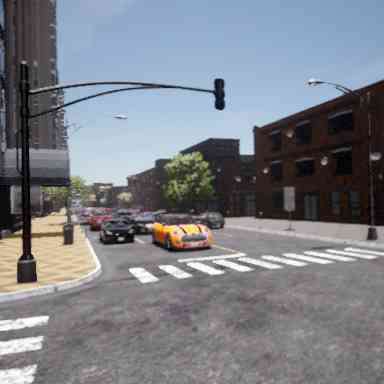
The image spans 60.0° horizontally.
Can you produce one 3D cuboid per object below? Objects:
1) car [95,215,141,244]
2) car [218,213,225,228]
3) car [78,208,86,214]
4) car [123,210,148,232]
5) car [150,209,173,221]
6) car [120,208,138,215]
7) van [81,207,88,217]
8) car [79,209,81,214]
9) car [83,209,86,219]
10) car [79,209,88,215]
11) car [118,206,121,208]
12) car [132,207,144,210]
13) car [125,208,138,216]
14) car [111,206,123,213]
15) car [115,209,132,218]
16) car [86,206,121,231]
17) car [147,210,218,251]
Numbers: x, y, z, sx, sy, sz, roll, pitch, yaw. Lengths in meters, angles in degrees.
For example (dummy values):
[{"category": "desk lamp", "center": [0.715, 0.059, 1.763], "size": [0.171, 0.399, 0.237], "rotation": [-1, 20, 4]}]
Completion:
[{"category": "car", "center": [-4.798, 2.398, 21.021], "size": [1.947, 1.339, 4.313], "rotation": [-2, -1, -20]}, {"category": "car", "center": [1.429, 2.442, 29.169], "size": [2.008, 1.369, 4.403], "rotation": [-2, -1, -20]}, {"category": "car", "center": [-29.199, 5.056, 88.477], "size": [1.752, 1.417, 4.829], "rotation": [-2, -1, -20]}, {"category": "car", "center": [-3.805, 2.450, 26.273], "size": [2.128, 1.511, 4.902], "rotation": [-1, -2, -20]}, {"category": "car", "center": [-4.102, 3.042, 44.030], "size": [2.008, 1.369, 4.403], "rotation": [-2, -1, -20]}, {"category": "car", "center": [-7.222, 2.840, 35.690], "size": [1.837, 1.490, 4.892], "rotation": [-1, -2, -20]}, {"category": "van", "center": [-16.030, 3.422, 52.257], "size": [1.690, 1.788, 3.998], "rotation": [-2, -1, -20]}, {"category": "car", "center": [-19.812, 3.812, 62.652], "size": [2.192, 1.841, 5.009], "rotation": [-2, -1, -20]}, {"category": "car", "center": [-12.007, 3.077, 41.171], "size": [1.967, 1.590, 4.097], "rotation": [-2, -1, -20]}, {"category": "car", "center": [-25.474, 4.665, 78.240], "size": [1.887, 1.381, 4.507], "rotation": [-2, -1, -20]}, {"category": "car", "center": [-10.873, 3.095, 45.807], "size": [2.097, 1.767, 4.553], "rotation": [-1, -2, -22]}, {"category": "car", "center": [-8.543, 3.300, 48.531], "size": [2.033, 1.411, 5.357], "rotation": [-1, -2, -20]}, {"category": "car", "center": [-11.985, 3.883, 65.667], "size": [1.752, 1.417, 4.829], "rotation": [-2, -1, -20]}, {"category": "car", "center": [-19.499, 4.499, 86.303], "size": [2.192, 1.841, 5.009], "rotation": [-2, -1, -20]}, {"category": "car", "center": [-12.018, 3.678, 57.923], "size": [2.033, 1.411, 5.357], "rotation": [-1, -2, -20]}, {"category": "car", "center": [-8.316, 2.537, 30.748], "size": [2.192, 1.841, 5.009], "rotation": [-2, -1, -20]}, {"category": "car", "center": [-0.661, 1.964, 17.661], "size": [2.097, 1.767, 4.553], "rotation": [-1, -2, -20]}]
